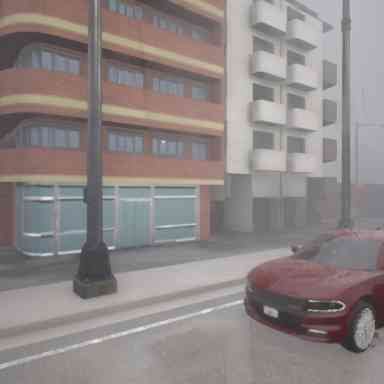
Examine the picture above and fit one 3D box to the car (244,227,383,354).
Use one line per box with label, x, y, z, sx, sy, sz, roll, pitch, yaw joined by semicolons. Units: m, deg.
car;3.163;1.477;6.319;5.008;1.535;1.882;0;0;-36
